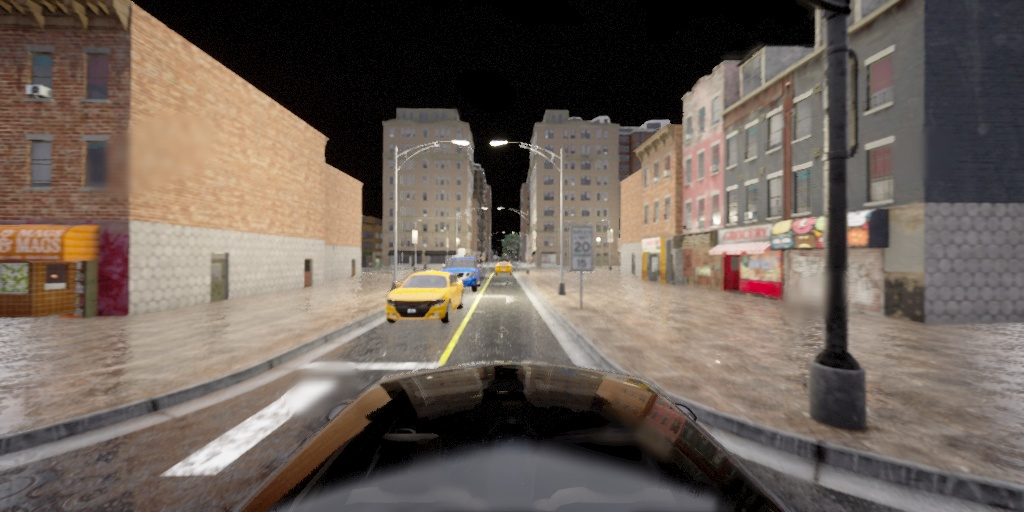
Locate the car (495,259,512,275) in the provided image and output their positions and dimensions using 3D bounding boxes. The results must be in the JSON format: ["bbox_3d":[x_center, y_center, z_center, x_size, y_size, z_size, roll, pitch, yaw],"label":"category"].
[{"bbox_3d":[-0.987,1.443,42.575,1.882,1.535,5.008,0,0,-1],"label":"car"}]

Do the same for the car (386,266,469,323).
[{"bbox_3d":[-2.834,1.281,12.576,1.882,1.535,5.008,0,0,0],"label":"car"}]

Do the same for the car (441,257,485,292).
[{"bbox_3d":[-3.130,1.078,22.761,2.150,2.045,5.566,0,0,-1],"label":"car"}]
